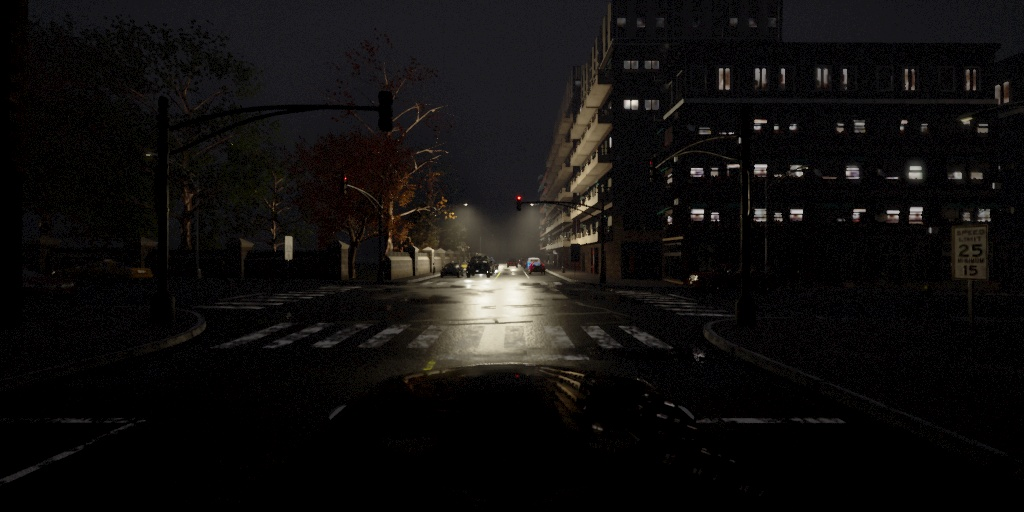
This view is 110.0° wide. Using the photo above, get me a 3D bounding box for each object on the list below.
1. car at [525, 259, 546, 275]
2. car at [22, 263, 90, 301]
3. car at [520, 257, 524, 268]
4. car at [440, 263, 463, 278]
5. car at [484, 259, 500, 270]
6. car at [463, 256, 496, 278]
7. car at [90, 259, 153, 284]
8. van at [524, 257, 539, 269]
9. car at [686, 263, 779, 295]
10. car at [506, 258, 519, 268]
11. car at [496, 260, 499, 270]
[{"bbox_3d":[2.741,1.314,39.951,1.888,1.381,4.507,0,0,0],"label":"car"},{"bbox_3d":[-18.947,1.007,13.319,4.207,1.307,1.802,0,0,0],"label":"car"},{"bbox_3d":[2.764,1.230,56.842,1.967,1.591,4.097,0,0,0],"label":"car"},{"bbox_3d":[-5.647,1.330,34.332,1.948,1.339,4.313,0,0,0],"label":"car"},{"bbox_3d":[-3.019,1.279,54.970,2.128,1.511,4.902,0,0,0],"label":"car"},{"bbox_3d":[-3.042,0.986,34.619,2.150,2.045,5.566,0,0,1],"label":"car"},{"bbox_3d":[-24.717,0.883,21.652,4.829,1.417,1.751,0,0,0],"label":"car"},{"bbox_3d":[2.749,1.116,45.581,1.690,1.789,3.998,0,0,0],"label":"van"},{"bbox_3d":[13.476,1.353,21.966,5.009,1.841,2.192,0,0,0],"label":"car"},{"bbox_3d":[0.080,1.304,62.625,1.837,1.490,4.892,0,0,0],"label":"car"},{"bbox_3d":[-3.040,1.322,44.871,2.033,1.411,5.357,0,0,0],"label":"car"}]
